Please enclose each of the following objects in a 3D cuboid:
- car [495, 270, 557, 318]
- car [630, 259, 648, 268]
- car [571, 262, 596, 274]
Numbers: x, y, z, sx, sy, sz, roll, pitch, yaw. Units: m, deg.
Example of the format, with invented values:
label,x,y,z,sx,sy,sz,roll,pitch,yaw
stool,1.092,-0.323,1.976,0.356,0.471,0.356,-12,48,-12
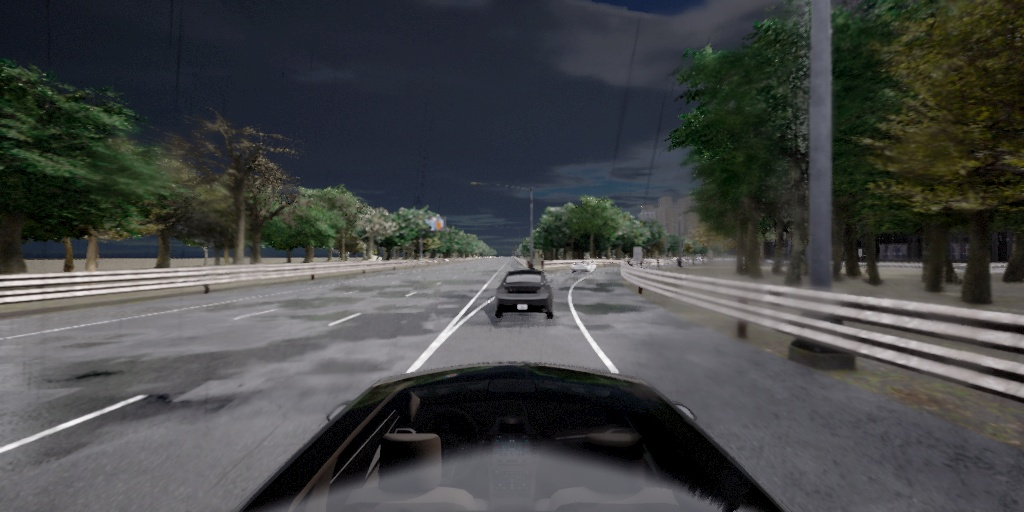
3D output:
label,x,y,z,sx,sy,sz,roll,pitch,yaw
car,0.542,1.244,12.932,1.837,1.490,4.892,-1,0,6
car,21.448,1.129,60.637,1.882,1.535,5.008,0,0,41
car,8.244,1.307,40.726,1.895,1.301,4.718,0,0,25
